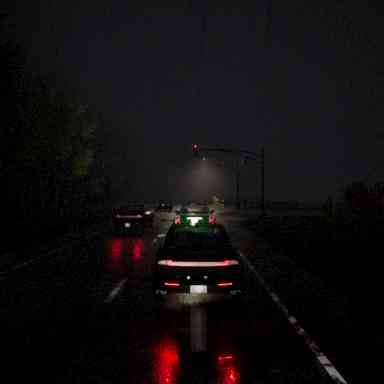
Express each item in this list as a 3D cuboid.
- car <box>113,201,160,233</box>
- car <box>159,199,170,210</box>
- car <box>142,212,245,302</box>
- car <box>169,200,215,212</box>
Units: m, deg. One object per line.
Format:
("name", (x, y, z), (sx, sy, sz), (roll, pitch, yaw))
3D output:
("car", (-3.361, 1.494, 19.771), (2.128, 1.511, 4.902), (0, 0, 0))
("car", (-3.322, 1.550, 40.999), (2.033, 1.411, 5.357), (0, 0, 0))
("car", (0.116, 1.493, 8.270), (2.128, 1.511, 4.902), (0, 0, 0))
("car", (0.132, 1.354, 17.420), (2.097, 1.767, 4.553), (0, 0, 0))
